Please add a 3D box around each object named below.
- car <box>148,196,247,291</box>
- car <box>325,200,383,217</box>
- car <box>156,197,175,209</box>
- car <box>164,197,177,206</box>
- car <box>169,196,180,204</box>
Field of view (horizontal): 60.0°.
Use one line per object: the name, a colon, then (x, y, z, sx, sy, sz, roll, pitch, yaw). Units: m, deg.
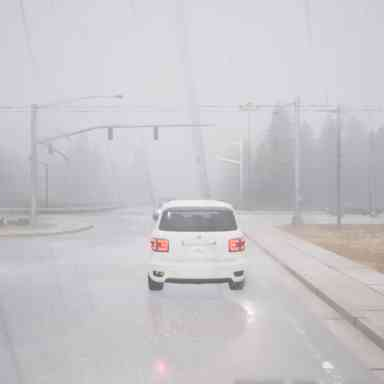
car: (0.061, 1.218, 9.178, 2.150, 2.045, 5.566, 0, 0, -2)
car: (14.882, 1.518, 30.593, 4.902, 1.511, 2.128, 0, 0, 1)
car: (-3.612, 1.491, 46.134, 2.128, 1.511, 4.902, 0, 0, 0)
car: (-3.593, 1.564, 55.974, 1.994, 1.385, 4.181, 0, 0, 0)
car: (-3.471, 1.564, 65.840, 1.994, 1.385, 4.181, 0, 0, 1)
